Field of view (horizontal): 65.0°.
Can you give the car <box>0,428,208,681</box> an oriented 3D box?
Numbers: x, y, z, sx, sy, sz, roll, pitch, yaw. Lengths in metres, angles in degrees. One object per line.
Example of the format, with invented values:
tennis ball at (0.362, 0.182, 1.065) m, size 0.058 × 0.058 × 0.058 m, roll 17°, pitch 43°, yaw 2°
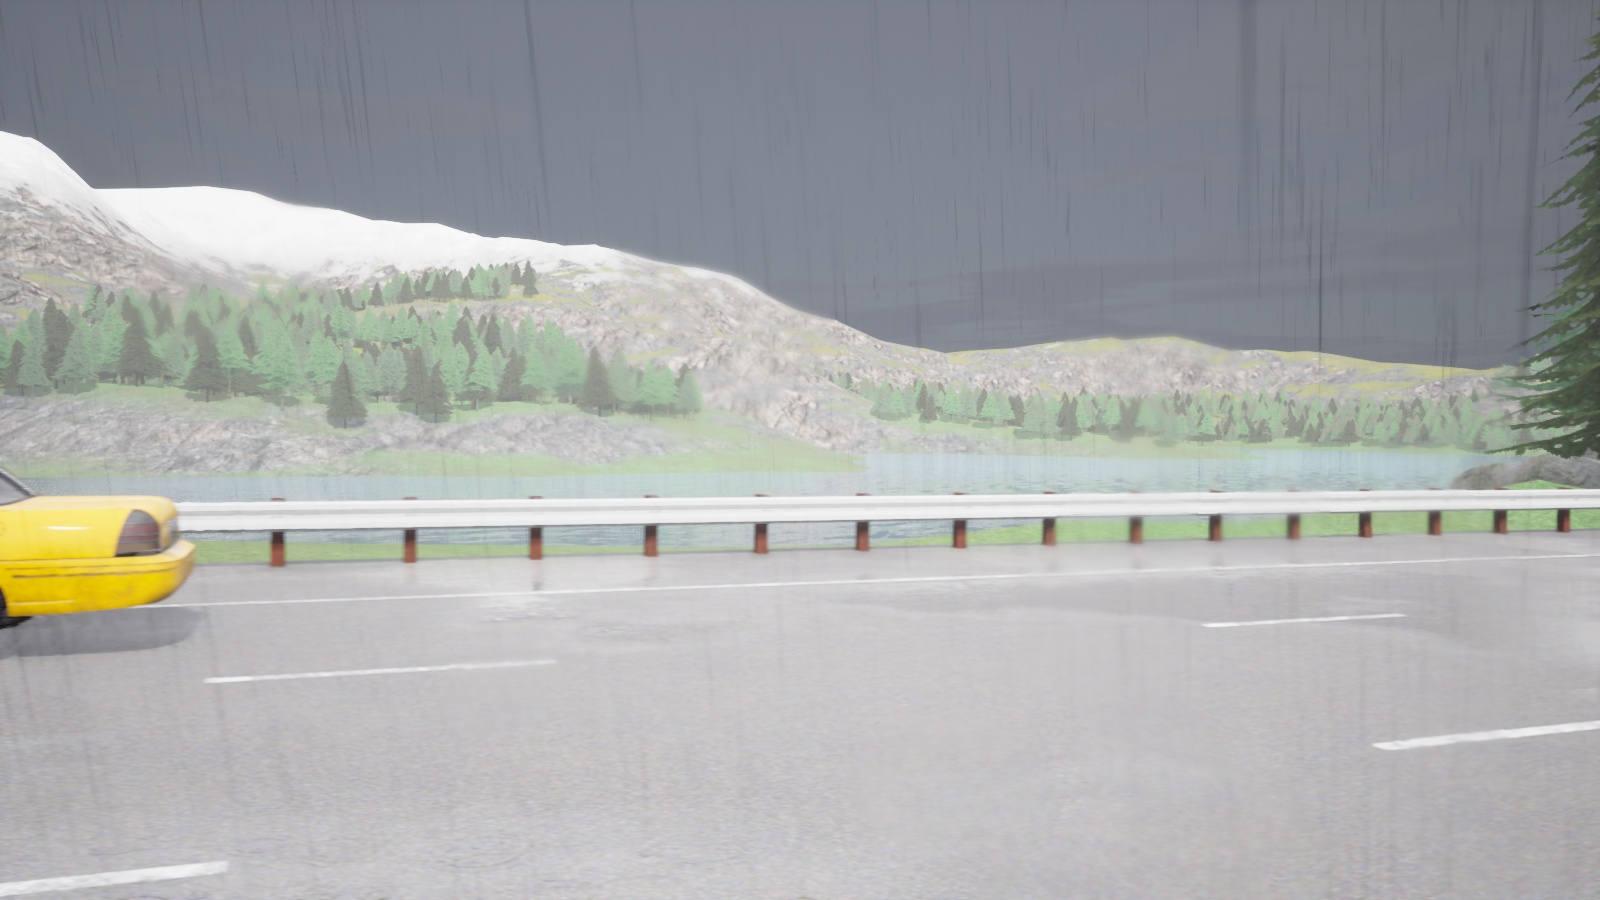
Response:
car at (-6.872, 0.679, 8.117) m, size 5.366 × 1.575 × 1.801 m, roll -1°, pitch 1°, yaw -21°
